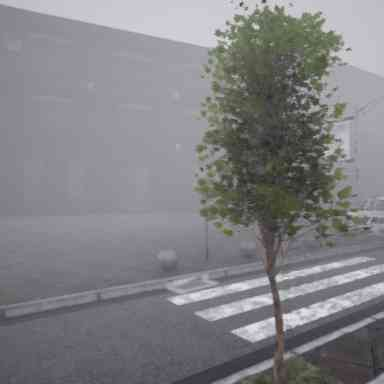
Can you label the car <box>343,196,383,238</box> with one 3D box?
[{"bbox_3d":[9.749,1.254,16.533,5.566,2.045,2.435,0,0,-35],"label":"car"}]
